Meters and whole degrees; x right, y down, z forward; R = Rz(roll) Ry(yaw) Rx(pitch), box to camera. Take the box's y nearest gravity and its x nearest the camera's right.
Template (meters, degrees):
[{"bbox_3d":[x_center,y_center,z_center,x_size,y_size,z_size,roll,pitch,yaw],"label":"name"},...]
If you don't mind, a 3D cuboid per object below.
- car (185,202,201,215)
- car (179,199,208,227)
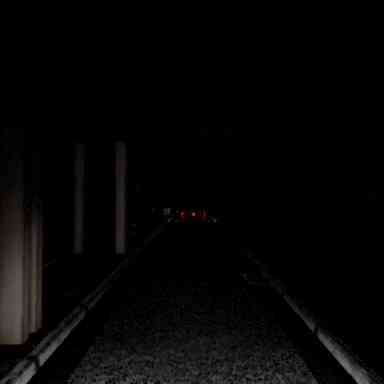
[{"bbox_3d":[0.106,2.026,42.947,1.882,1.535,5.008,0,-1,0],"label":"car"},{"bbox_3d":[0.104,1.596,25.154,2.097,1.767,4.553,0,-1,0],"label":"car"}]
